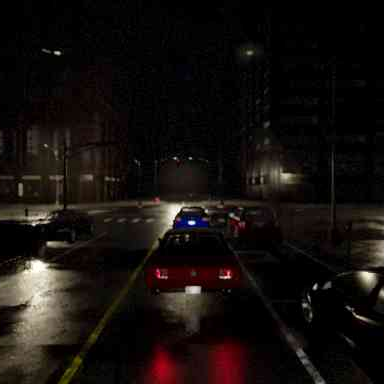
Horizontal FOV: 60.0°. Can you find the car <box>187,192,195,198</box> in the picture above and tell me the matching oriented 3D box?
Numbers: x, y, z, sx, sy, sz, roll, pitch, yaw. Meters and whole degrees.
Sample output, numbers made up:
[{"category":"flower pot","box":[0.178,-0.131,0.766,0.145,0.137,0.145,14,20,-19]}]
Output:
[{"category":"car","box":[-0.253,0.784,93.583,2.097,1.767,4.553,0,0,0]}]

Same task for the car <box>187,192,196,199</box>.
[{"category":"car","box":[-0.199,0.959,83.575,2.097,1.767,4.553,0,0,0]}]

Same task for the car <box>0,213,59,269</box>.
[{"category":"car","box":[-5.777,1.513,9.649,1.947,1.339,4.313,0,0,0]}]

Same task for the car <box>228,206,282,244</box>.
[{"category":"car","box":[2.740,1.358,15.297,1.967,1.590,4.097,0,0,0]}]

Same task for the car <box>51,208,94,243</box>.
[{"category":"car","box":[-5.784,1.468,15.285,2.008,1.369,4.403,0,0,0]}]

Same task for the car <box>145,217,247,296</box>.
[{"category":"car","box":[0.045,1.554,8.511,1.895,1.301,4.718,0,0,0]}]

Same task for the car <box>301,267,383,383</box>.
[{"category":"car","box":[2.755,1.543,4.026,1.947,1.339,4.313,0,0,0]}]

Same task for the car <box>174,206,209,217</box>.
[{"category":"car","box":[-0.022,1.465,18.430,1.994,1.385,4.181,0,0,0]}]
